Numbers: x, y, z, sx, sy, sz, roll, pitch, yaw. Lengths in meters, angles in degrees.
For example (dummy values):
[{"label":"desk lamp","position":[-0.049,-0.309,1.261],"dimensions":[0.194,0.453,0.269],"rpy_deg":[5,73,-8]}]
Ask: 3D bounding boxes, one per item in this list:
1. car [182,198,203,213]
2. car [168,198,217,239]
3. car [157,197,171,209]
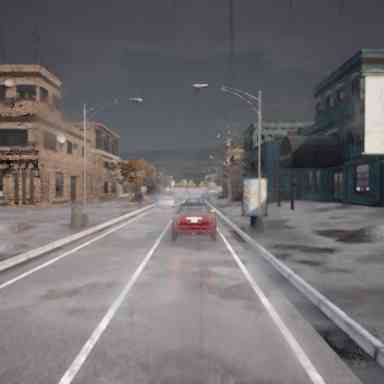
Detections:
[{"label":"car","position":[0.091,1.358,35.100],"dimensions":[2.033,1.411,5.357],"rpy_deg":[0,0,0]},{"label":"car","position":[0.096,1.296,16.966],"dimensions":[2.097,1.767,4.553],"rpy_deg":[0,0,0]},{"label":"car","position":[-3.094,1.296,40.185],"dimensions":[1.812,1.442,4.674],"rpy_deg":[0,0,0]}]
